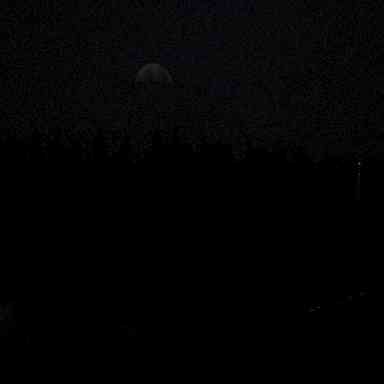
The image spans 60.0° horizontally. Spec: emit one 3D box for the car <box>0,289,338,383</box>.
[{"bbox_3d":[-1.231,1.547,2.191,5.357,1.411,2.033,0,0,-36],"label":"car"}]
